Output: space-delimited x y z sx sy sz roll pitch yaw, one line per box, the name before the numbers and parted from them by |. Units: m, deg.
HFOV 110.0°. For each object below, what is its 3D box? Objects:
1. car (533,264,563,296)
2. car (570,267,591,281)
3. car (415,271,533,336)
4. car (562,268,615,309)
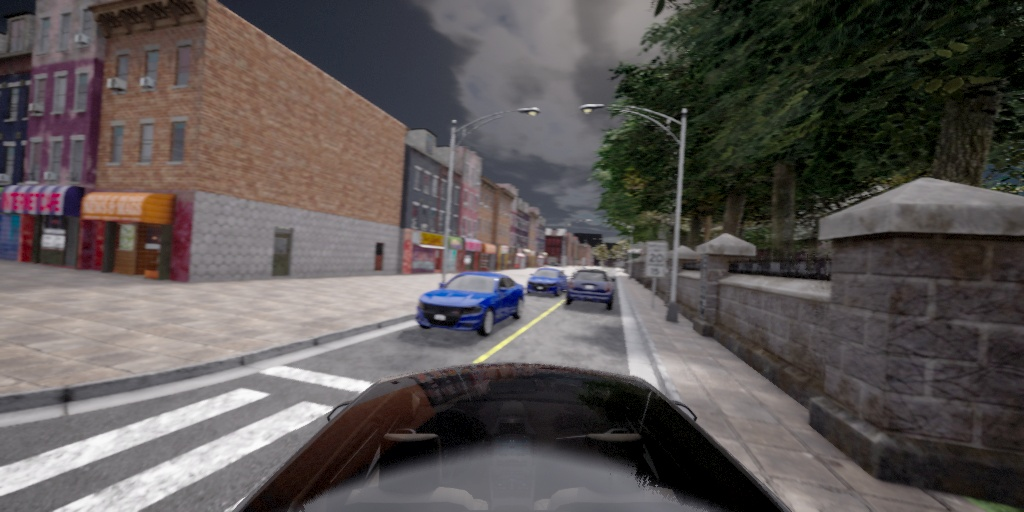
car | 2.232 1.497 22.046 1.882 1.535 5.008 4 1 16
car | 8.282 2.090 42.964 1.994 1.385 4.181 4 0 16
car | -0.986 1.220 10.769 1.882 1.535 5.008 4 0 16
car | 4.015 1.460 17.902 2.097 1.767 4.553 4 0 16
